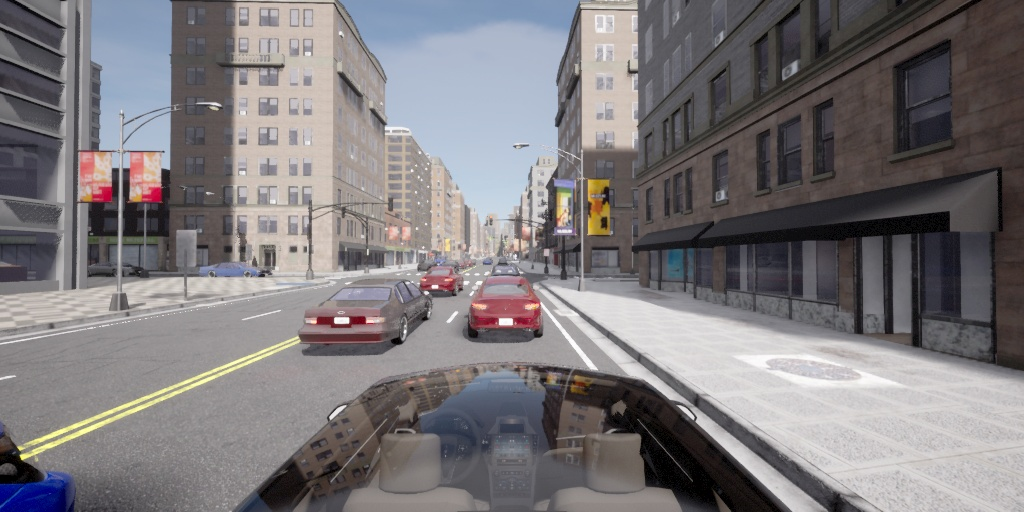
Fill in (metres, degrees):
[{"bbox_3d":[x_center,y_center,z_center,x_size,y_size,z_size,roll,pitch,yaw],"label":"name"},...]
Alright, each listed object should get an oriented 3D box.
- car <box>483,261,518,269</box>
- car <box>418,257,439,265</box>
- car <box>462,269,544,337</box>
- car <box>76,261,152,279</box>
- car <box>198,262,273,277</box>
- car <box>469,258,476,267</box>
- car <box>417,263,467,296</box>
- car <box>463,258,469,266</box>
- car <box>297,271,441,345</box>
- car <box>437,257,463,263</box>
[{"bbox_3d":[-0.405,1.240,19.234,2.128,1.511,4.902,0,0,-3],"label":"car"},{"bbox_3d":[-11.082,1.208,47.241,1.882,1.535,5.008,0,0,-1],"label":"car"},{"bbox_3d":[-0.179,1.277,10.150,1.812,1.442,4.674,0,0,-1],"label":"car"},{"bbox_3d":[-33.633,1.170,30.416,4.181,1.385,1.994,0,-1,-2],"label":"car"},{"bbox_3d":[-23.667,1.196,30.735,5.357,1.411,2.033,0,-1,1],"label":"car"},{"bbox_3d":[-8.246,1.065,64.617,2.097,1.767,4.553,0,0,-1],"label":"car"},{"bbox_3d":[-3.660,1.275,19.057,1.812,1.442,4.674,0,0,-1],"label":"car"},{"bbox_3d":[-8.024,1.249,54.741,1.812,1.442,4.674,0,0,-1],"label":"car"},{"bbox_3d":[-3.409,1.298,9.469,2.033,1.411,5.357,0,0,-2],"label":"car"},{"bbox_3d":[-7.785,1.209,45.538,1.882,1.535,5.008,0,0,-2],"label":"car"}]
